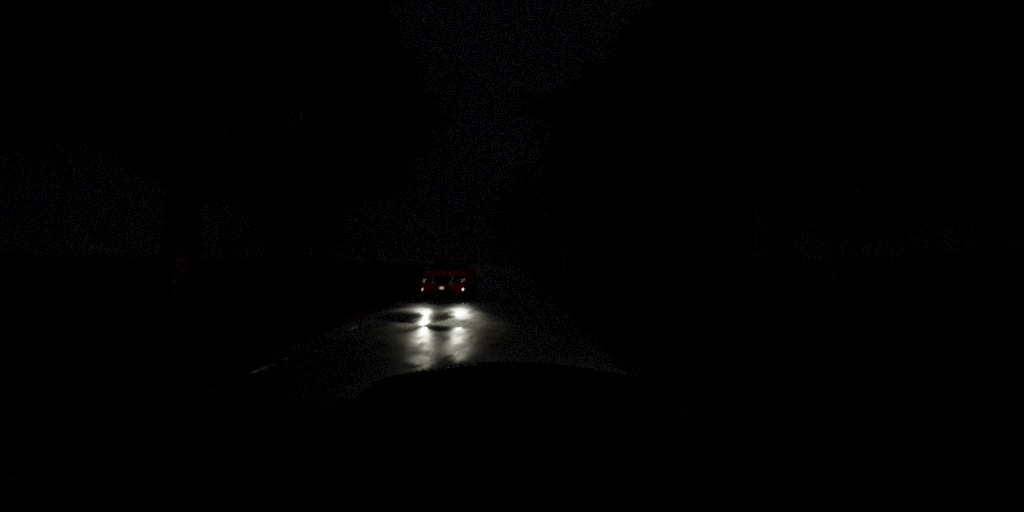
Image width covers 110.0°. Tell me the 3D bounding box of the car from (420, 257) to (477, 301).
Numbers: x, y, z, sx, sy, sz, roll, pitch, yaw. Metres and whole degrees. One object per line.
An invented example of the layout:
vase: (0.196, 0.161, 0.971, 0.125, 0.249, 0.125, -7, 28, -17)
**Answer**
car: (-3.096, 1.068, 18.568, 2.150, 2.045, 5.566, 0, 0, 0)

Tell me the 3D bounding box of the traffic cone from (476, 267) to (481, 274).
traffic cone: (-4.207, 1.907, 43.796, 0.340, 0.580, 0.340, 0, 0, -1)
